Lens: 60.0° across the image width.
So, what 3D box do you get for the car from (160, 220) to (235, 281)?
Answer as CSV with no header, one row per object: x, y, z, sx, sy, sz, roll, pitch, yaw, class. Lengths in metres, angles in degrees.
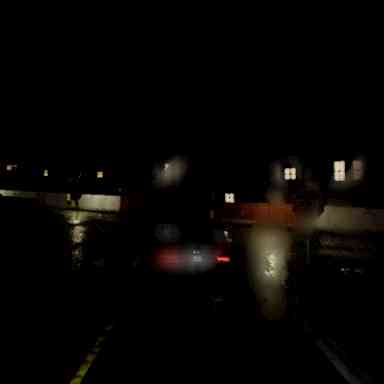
0.145,1.551,9.868,2.033,1.411,5.357,0,0,1,car
